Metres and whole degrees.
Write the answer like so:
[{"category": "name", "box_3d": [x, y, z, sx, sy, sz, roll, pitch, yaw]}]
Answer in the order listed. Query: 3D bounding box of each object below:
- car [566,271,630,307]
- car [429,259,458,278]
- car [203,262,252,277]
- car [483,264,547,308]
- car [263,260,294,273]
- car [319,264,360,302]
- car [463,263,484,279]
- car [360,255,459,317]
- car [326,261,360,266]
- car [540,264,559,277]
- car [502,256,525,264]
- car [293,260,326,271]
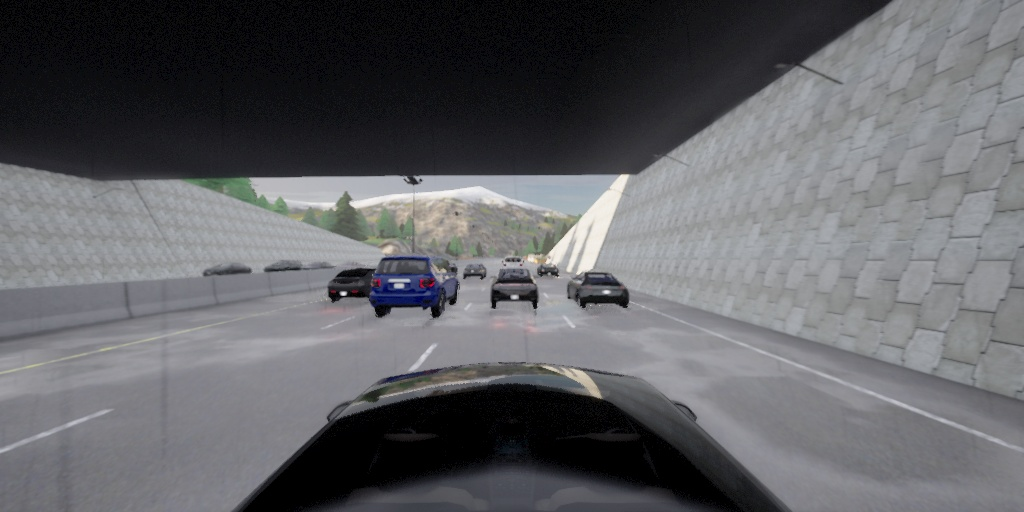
[{"category": "car", "box_3d": [3.600, 1.347, 15.651, 1.994, 1.385, 4.181, 0, 0, 0]}, {"category": "car", "box_3d": [-6.882, 1.184, 36.461, 2.097, 1.767, 4.553, 0, 0, 0]}, {"category": "car", "box_3d": [-28.070, 1.355, 35.572, 1.812, 1.442, 4.674, 0, 0, 0]}, {"category": "car", "box_3d": [0.100, 1.274, 15.375, 2.128, 1.511, 4.902, 0, 0, 0]}, {"category": "car", "box_3d": [-24.564, 1.189, 38.793, 2.097, 1.767, 4.553, 0, 0, 0]}, {"category": "car", "box_3d": [-6.899, 1.291, 17.108, 1.837, 1.490, 4.892, 0, 0, 0]}, {"category": "car", "box_3d": [-3.385, 1.373, 33.397, 2.033, 1.411, 5.357, 0, 0, 0]}, {"category": "car", "box_3d": [-3.401, 0.999, 13.496, 2.150, 2.045, 5.566, 0, 0, 0]}, {"category": "car", "box_3d": [-17.568, 1.315, 38.641, 1.882, 1.535, 5.008, 0, 0, 0]}, {"category": "car", "box_3d": [3.618, 1.435, 36.965, 1.895, 1.301, 4.718, 0, 0, 0]}, {"category": "car", "box_3d": [0.119, 1.057, 37.477, 2.150, 2.045, 5.566, 0, 0, 0]}, {"category": "car", "box_3d": [-21.066, 1.343, 38.863, 1.837, 1.490, 4.892, 0, 0, 0]}]
